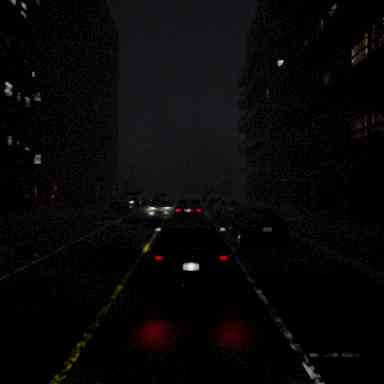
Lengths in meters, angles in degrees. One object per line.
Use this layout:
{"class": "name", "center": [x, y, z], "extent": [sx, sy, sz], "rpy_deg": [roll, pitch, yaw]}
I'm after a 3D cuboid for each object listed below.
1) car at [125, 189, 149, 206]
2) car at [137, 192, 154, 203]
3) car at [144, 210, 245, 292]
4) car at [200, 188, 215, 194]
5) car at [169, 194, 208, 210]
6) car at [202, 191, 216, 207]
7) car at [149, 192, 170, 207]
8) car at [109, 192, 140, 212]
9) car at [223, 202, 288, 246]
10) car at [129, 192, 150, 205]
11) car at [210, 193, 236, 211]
{"class": "car", "center": [-6.248, 0.640, 35.181], "extent": [2.192, 1.841, 5.009], "rpy_deg": [1, 1, -1]}
{"class": "car", "center": [-6.390, 0.694, 46.320], "extent": [1.802, 1.307, 4.206], "rpy_deg": [1, 1, -1]}
{"class": "car", "center": [-0.037, 1.397, 8.511], "extent": [1.994, 1.385, 4.181], "rpy_deg": [0, 1, -1]}
{"class": "car", "center": [2.260, 0.421, 46.389], "extent": [2.192, 1.841, 5.009], "rpy_deg": [1, 1, -1]}
{"class": "car", "center": [-0.218, 1.111, 22.555], "extent": [2.033, 1.411, 5.357], "rpy_deg": [0, 1, 0]}
{"class": "car", "center": [2.396, 0.869, 35.261], "extent": [2.008, 1.369, 4.403], "rpy_deg": [1, 1, -1]}
{"class": "car", "center": [-3.561, 0.760, 37.344], "extent": [1.882, 1.535, 5.008], "rpy_deg": [0, 1, -1]}
{"class": "car", "center": [-6.181, 0.982, 29.620], "extent": [2.008, 1.369, 4.403], "rpy_deg": [1, 1, -1]}
{"class": "car", "center": [2.600, 1.299, 13.635], "extent": [1.947, 1.339, 4.313], "rpy_deg": [1, 1, -1]}
{"class": "car", "center": [-6.320, 0.785, 40.754], "extent": [1.947, 1.339, 4.313], "rpy_deg": [1, 1, -1]}
{"class": "car", "center": [2.533, 1.053, 24.297], "extent": [1.752, 1.417, 4.829], "rpy_deg": [1, 1, -1]}
